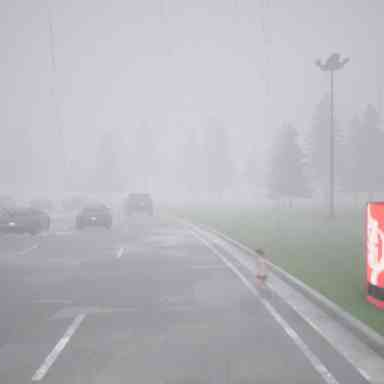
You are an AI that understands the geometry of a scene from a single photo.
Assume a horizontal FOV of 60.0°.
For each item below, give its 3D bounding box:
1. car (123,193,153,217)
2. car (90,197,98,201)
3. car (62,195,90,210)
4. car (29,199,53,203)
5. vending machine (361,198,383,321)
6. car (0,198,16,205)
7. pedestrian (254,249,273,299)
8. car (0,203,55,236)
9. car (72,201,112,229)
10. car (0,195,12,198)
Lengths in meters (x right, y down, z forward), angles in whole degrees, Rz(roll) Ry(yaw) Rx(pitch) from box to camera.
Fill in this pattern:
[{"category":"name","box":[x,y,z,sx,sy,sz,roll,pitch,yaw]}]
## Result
[{"category":"car","box":[-5.023,1.114,30.493,2.150,2.045,5.566,0,0,-17]},{"category":"car","box":[-15.062,1.357,47.407,1.812,1.442,4.674,0,0,-43]},{"category":"car","box":[-14.624,1.208,41.145,2.097,1.767,4.553,0,1,-34]},{"category":"car","box":[-18.151,1.459,40.027,1.895,1.301,4.718,0,0,-38]},{"category":"vending machine","box":[3.845,1.173,6.012,1.100,2.100,0.880,0,0,-4]},{"category":"car","box":[-13.438,1.415,21.647,2.128,1.511,4.902,0,0,-14]},{"category":"pedestrian","box":[1.449,1.655,6.931,0.500,1.100,0.500,0,0,-5]},{"category":"car","box":[-8.999,1.500,17.893,1.994,1.385,4.181,0,0,-12]},{"category":"car","box":[-6.132,1.488,21.156,1.994,1.385,4.181,0,0,-12]},{"category":"car","box":[-22.736,1.215,39.857,2.097,1.767,4.553,0,1,-43]}]
